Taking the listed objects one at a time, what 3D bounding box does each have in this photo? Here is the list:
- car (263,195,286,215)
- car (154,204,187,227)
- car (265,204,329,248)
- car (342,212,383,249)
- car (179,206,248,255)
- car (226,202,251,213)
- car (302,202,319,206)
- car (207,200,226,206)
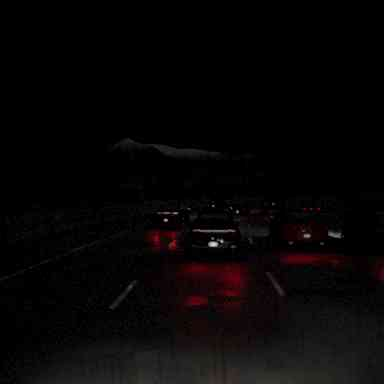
[{"bbox_3d":[8.853,1.328,35.889,2.150,2.045,5.566,0,0,15],"label":"car"},{"bbox_3d":[-1.212,1.548,23.027,2.128,1.511,4.902,0,0,10],"label":"car"},{"bbox_3d":[4.659,1.524,15.097,1.882,1.535,5.008,0,0,6],"label":"car"},{"bbox_3d":[8.117,1.576,14.514,1.812,1.442,4.674,0,0,6],"label":"car"},{"bbox_3d":[0.972,1.528,13.503,2.128,1.511,4.902,0,0,6],"label":"car"},{"bbox_3d":[5.213,1.701,35.812,1.895,1.301,4.718,0,0,15],"label":"car"},{"bbox_3d":[11.675,1.651,33.045,2.033,1.411,5.357,0,0,15],"label":"car"},{"bbox_3d":[3.113,1.673,40.925,1.994,1.385,4.181,0,0,17],"label":"car"}]
